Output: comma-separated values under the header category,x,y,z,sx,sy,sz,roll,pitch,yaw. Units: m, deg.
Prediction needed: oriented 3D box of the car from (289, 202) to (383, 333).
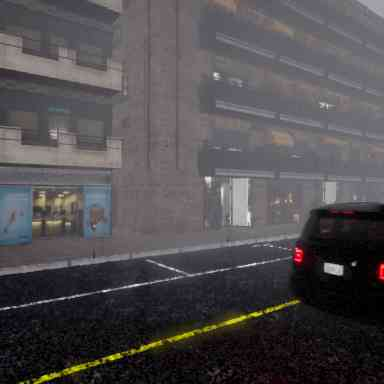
category,x,y,z,sx,sy,sz,roll,pitch,yaw
car,4.277,1.224,6.485,5.566,2.045,2.150,0,0,-36

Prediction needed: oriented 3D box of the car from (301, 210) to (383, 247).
category,x,y,z,sx,sy,sz,roll,pitch,yaw
car,7.172,1.583,15.538,4.206,1.307,1.802,0,0,-35
